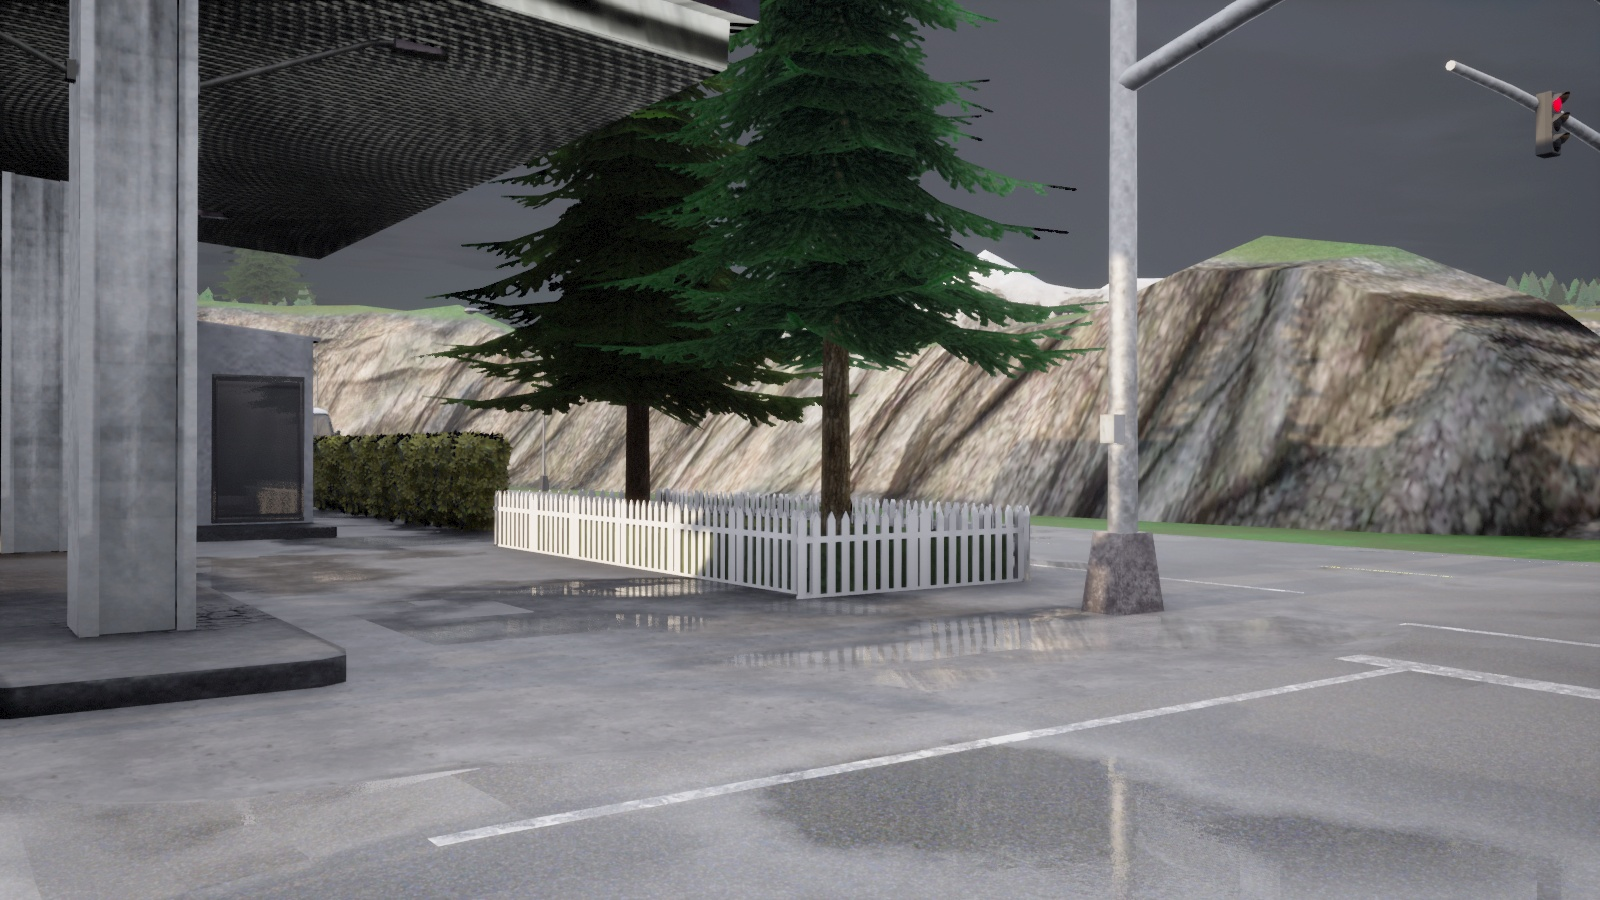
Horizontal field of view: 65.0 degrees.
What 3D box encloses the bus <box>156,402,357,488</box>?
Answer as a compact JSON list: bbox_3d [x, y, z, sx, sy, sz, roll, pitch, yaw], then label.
[{"bbox_3d":[-28.673,-0.217,66.160,10.273,4.253,3.944,0,-1,26],"label":"bus"}]
